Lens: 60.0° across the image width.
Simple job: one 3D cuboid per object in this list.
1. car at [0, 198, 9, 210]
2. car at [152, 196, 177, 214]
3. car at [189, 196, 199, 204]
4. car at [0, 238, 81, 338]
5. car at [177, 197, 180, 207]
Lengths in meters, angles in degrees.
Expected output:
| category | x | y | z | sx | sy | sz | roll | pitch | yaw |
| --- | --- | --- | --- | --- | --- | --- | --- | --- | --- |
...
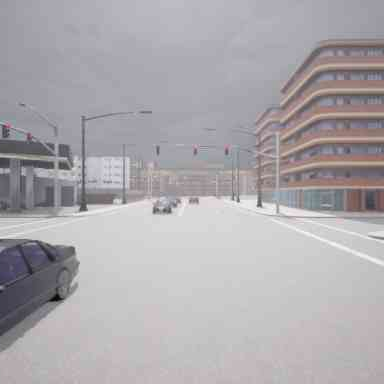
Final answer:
| category | x | y | z | sx | sy | sz | roll | pitch | yaw |
| --- | --- | --- | --- | --- | --- | --- | --- | --- | --- |
| car | -23.943 | 1.456 | 39.446 | 3.806 | 1.475 | 1.970 | 0 | 0 | 1 |
| car | -3.075 | 1.491 | 35.253 | 2.128 | 1.511 | 4.902 | 0 | 0 | 0 |
| car | 0.346 | 1.491 | 63.754 | 2.128 | 1.511 | 4.902 | 0 | 0 | 0 |
| car | -3.549 | 1.547 | 5.551 | 2.033 | 1.411 | 5.357 | 0 | 0 | 1 |
| car | -3.149 | 1.352 | 47.578 | 2.097 | 1.767 | 4.553 | 0 | 0 | 0 |
